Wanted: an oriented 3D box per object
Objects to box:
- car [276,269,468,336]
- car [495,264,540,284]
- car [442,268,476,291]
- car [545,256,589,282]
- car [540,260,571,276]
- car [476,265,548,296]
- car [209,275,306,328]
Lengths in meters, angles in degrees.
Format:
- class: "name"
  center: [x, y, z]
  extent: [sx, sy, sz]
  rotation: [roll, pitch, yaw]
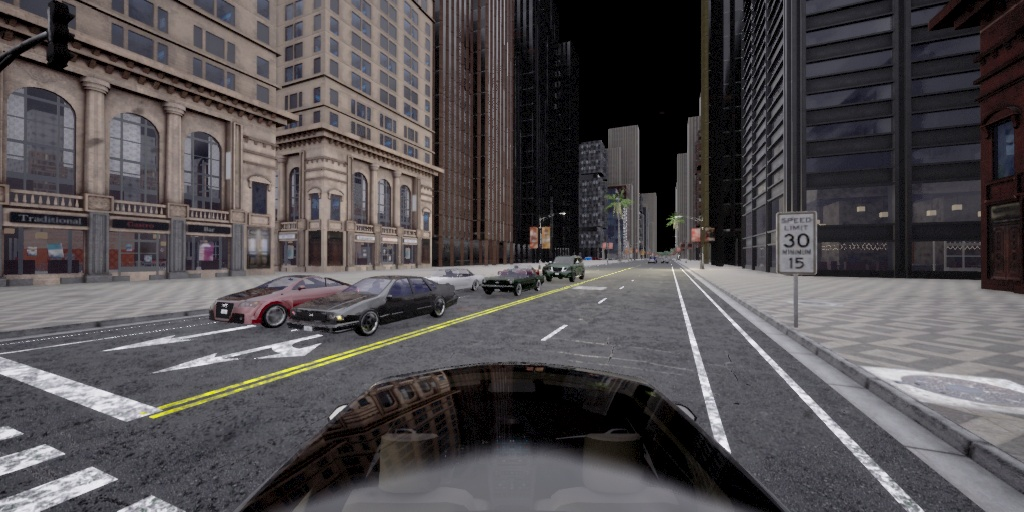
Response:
- class: "car"
  center: [-3.690, 1.299, 10.796]
  extent: [2.033, 1.411, 5.357]
  rotation: [0, 0, 24]
- class: "car"
  center: [0.579, 1.364, 28.616]
  extent: [1.895, 1.301, 4.718]
  rotation: [0, 0, 24]
- class: "car"
  center: [-3.425, 1.357, 19.494]
  extent: [1.895, 1.301, 4.718]
  rotation: [0, 0, 24]
- class: "car"
  center: [4.463, 0.987, 29.372]
  extent: [2.150, 2.045, 5.566]
  rotation: [0, 0, 23]
- class: "car"
  center: [4.713, 1.251, 37.947]
  extent: [1.882, 1.535, 5.008]
  rotation: [0, 0, 24]
- class: "car"
  center: [0.162, 1.358, 19.577]
  extent: [1.895, 1.301, 4.718]
  rotation: [0, 0, 24]
- class: "car"
  center: [-6.939, 1.316, 11.469]
  extent: [1.994, 1.385, 4.181]
  rotation: [0, 0, 24]
